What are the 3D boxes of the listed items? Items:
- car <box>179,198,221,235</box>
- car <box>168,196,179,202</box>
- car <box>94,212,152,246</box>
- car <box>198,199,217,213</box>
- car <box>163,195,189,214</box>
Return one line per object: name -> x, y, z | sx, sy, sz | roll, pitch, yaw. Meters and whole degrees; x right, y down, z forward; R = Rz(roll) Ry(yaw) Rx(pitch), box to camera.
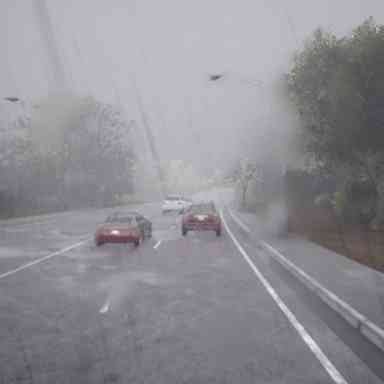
car -> 0.570, 1.430, 19.599 | 2.097, 1.767, 4.553 | 0, 0, 2
car -> -4.334, 1.712, 79.537 | 1.895, 1.301, 4.718 | 0, 0, 8
car -> -3.081, 1.624, 15.631 | 1.994, 1.385, 4.181 | 0, 0, 2
car -> 1.919, 1.654, 40.845 | 2.128, 1.511, 4.902 | 0, 0, 5
car -> -1.890, 1.368, 37.296 | 2.150, 2.045, 5.566 | 0, 0, 4
